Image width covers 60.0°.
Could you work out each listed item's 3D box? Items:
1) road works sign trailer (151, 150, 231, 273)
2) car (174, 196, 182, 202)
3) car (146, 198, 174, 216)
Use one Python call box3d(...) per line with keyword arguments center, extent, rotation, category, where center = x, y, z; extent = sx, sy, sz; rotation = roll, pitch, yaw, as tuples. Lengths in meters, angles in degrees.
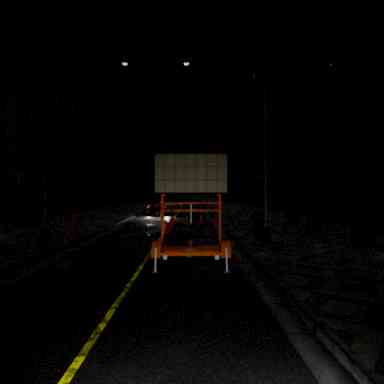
box3d(center=(-0.029, 0.466, 10.668), extent=(2.380, 3.560, 2.880), rotation=(0, 0, 0), category="road works sign trailer")
box3d(center=(-3.224, 1.649, 73.795), extent=(2.033, 1.411, 5.357), rotation=(0, 0, 0), category="car")
box3d(center=(-3.197, 1.368, 32.472), extent=(2.097, 1.767, 4.553), rotation=(0, 0, 0), category="car")
